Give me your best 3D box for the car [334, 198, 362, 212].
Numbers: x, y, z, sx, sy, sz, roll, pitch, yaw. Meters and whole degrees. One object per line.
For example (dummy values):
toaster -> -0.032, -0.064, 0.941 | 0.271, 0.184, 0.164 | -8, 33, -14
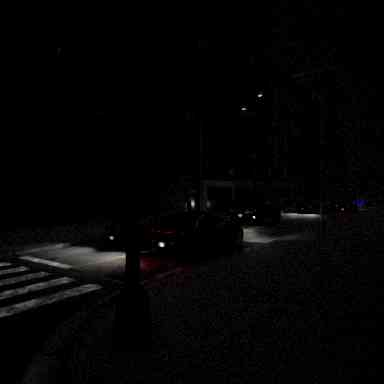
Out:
car -> 17.840, 1.605, 38.352 | 1.895, 1.301, 4.718 | 0, 0, 35

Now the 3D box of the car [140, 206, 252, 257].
car -> 0.361, 1.510, 13.147 | 1.837, 1.490, 4.892 | 0, 0, 35

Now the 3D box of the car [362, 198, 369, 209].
car -> 23.589, 1.536, 46.749 | 1.812, 1.442, 4.674 | 0, 0, 35

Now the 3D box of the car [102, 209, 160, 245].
car -> -1.855, 1.518, 14.938 | 1.812, 1.442, 4.674 | 0, 0, 34

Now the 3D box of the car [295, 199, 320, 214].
car -> 12.610, 1.493, 35.839 | 1.837, 1.490, 4.892 | 0, 1, 35

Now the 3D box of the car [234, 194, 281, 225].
car -> 4.806, 1.210, 24.590 | 2.150, 2.045, 5.566 | 0, 1, 35
